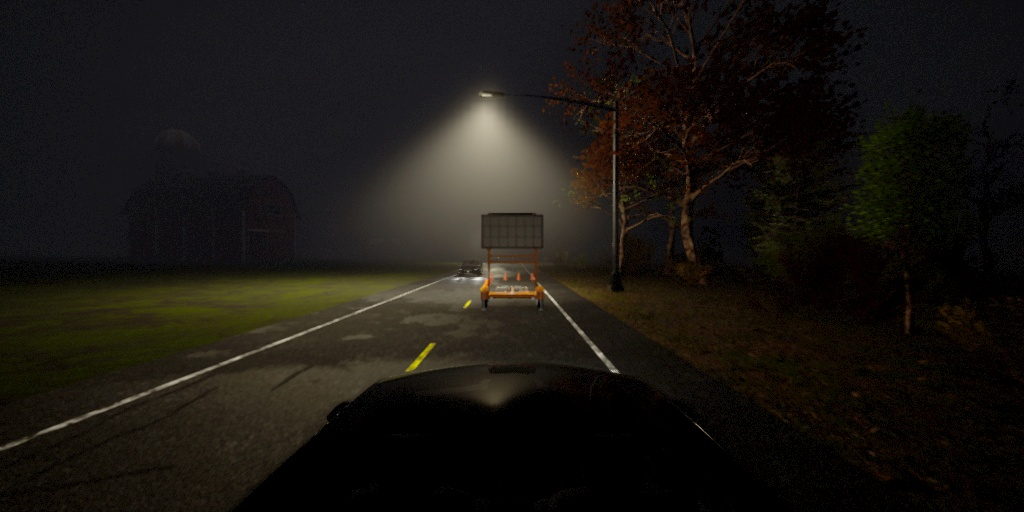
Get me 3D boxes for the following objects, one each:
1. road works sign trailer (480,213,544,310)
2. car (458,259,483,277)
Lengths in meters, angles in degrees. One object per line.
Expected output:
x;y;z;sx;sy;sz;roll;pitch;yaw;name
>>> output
0.014;0.115;13.995;2.380;3.560;2.880;0;0;0;road works sign trailer
-3.590;1.008;31.751;1.837;1.490;4.892;0;1;0;car
